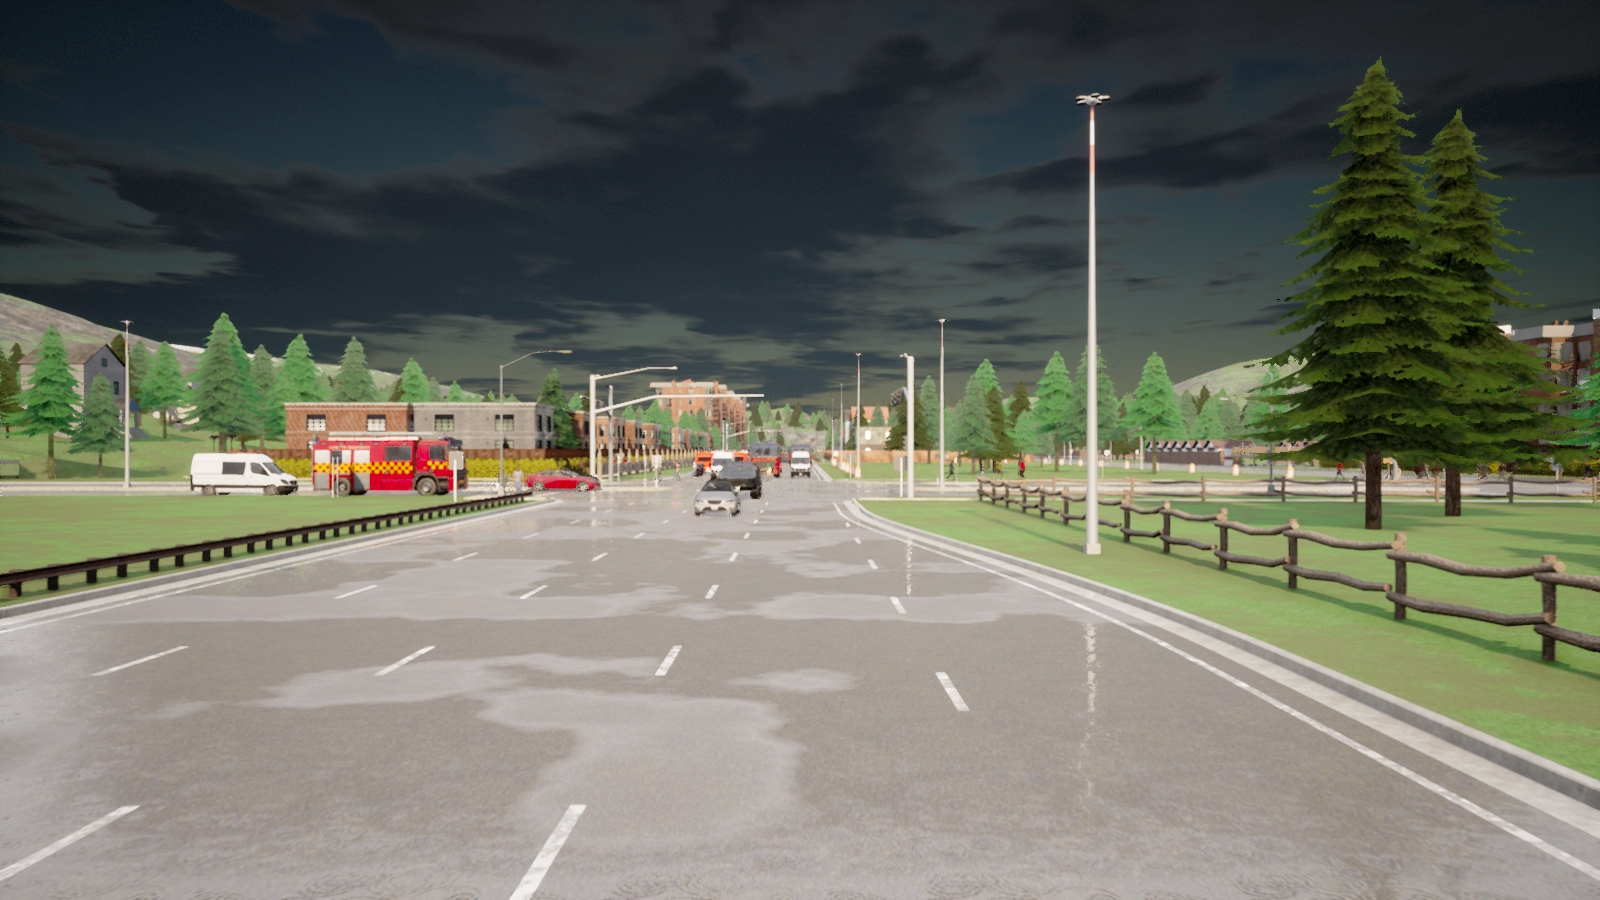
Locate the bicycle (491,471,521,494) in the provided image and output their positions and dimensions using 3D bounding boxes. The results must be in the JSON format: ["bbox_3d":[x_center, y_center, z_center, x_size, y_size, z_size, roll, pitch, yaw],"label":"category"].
[{"bbox_3d":[-18.431,2.026,71.671,1.835,1.471,0.329,0,0,1],"label":"bicycle"}]

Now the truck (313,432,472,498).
[{"bbox_3d":[-24.152,0.858,67.988,8.468,3.827,2.891,0,0,1],"label":"truck"}]

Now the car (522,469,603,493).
[{"bbox_3d":[-15.585,2.012,75.160,4.902,1.511,2.128,0,0,1],"label":"car"}]

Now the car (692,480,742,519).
[{"bbox_3d":[-3.470,2.042,48.419,1.816,1.474,4.193,0,0,0],"label":"car"}]

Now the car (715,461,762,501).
[{"bbox_3d":[-3.457,1.722,65.501,2.390,2.098,6.274,0,0,0],"label":"car"}]

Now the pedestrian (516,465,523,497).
[{"bbox_3d":[-16.303,1.817,66.356,0.375,1.860,0.375,0,0,-14],"label":"pedestrian"}]

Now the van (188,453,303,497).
[{"bbox_3d":[-33.120,1.501,68.336,5.915,2.561,1.988,0,0,1],"label":"van"}]
